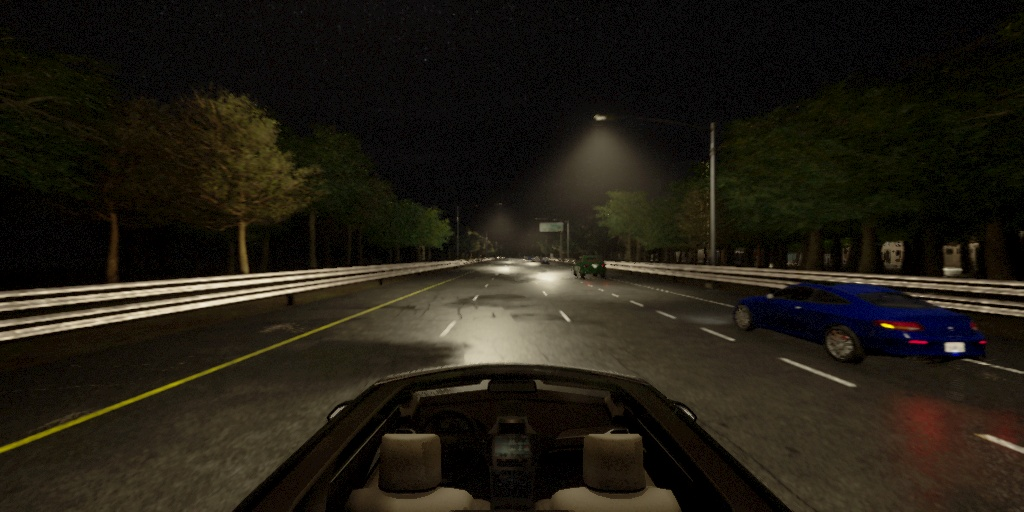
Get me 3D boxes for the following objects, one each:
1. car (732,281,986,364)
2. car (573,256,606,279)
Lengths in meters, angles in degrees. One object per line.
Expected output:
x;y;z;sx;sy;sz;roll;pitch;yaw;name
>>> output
7.001;1.280;7.972;1.812;1.442;4.674;0;0;0;car
7.051;1.001;32.987;2.150;2.045;5.566;0;0;0;car
